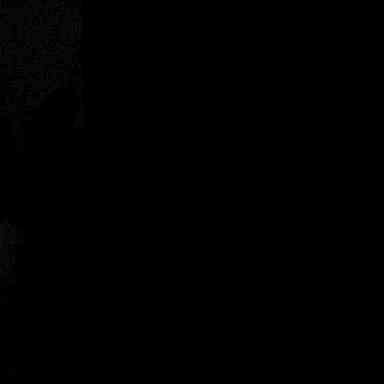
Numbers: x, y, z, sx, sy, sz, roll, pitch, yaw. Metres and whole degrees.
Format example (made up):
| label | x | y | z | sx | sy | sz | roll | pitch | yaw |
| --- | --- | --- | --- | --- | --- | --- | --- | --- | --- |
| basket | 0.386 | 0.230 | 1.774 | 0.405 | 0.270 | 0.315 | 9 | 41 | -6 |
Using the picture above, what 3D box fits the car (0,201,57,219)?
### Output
| label | x | y | z | sx | sy | sz | roll | pitch | yaw |
| --- | --- | --- | --- | --- | --- | --- | --- | --- | --- |
| car | -13.094 | 1.363 | 25.960 | 1.895 | 1.301 | 4.718 | -2 | 0 | 35 |
